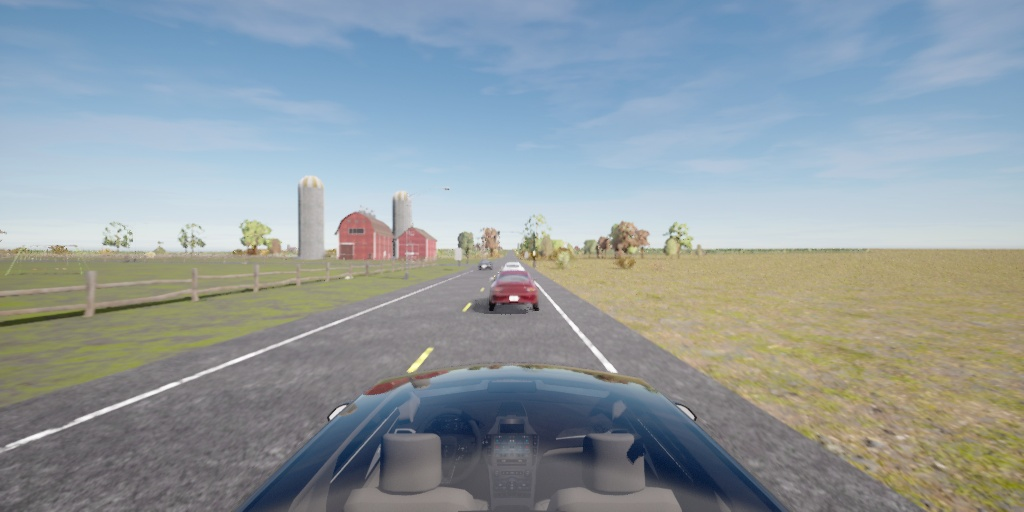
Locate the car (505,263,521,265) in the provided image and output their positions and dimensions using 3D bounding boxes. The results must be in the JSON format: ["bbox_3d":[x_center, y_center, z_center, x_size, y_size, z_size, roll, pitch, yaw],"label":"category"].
[{"bbox_3d":[0.082,1.255,29.537,1.812,1.442,4.674,0,0,0],"label":"car"}]

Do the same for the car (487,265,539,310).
[{"bbox_3d":[0.075,1.269,14.442,1.812,1.442,4.674,0,0,0],"label":"car"}]

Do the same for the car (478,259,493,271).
[{"bbox_3d":[-3.562,1.199,48.841,2.128,1.511,4.902,0,0,0],"label":"car"}]
